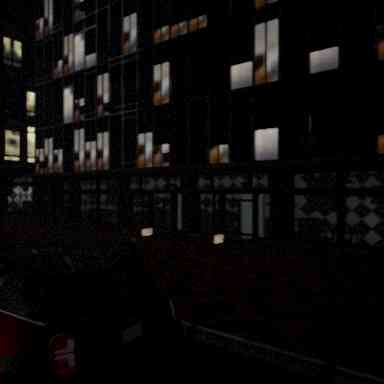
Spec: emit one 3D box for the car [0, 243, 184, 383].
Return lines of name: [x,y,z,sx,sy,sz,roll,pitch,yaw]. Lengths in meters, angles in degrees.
car: [-2.176,1.419,4.432,4.097,1.590,1.967,0,0,36]
